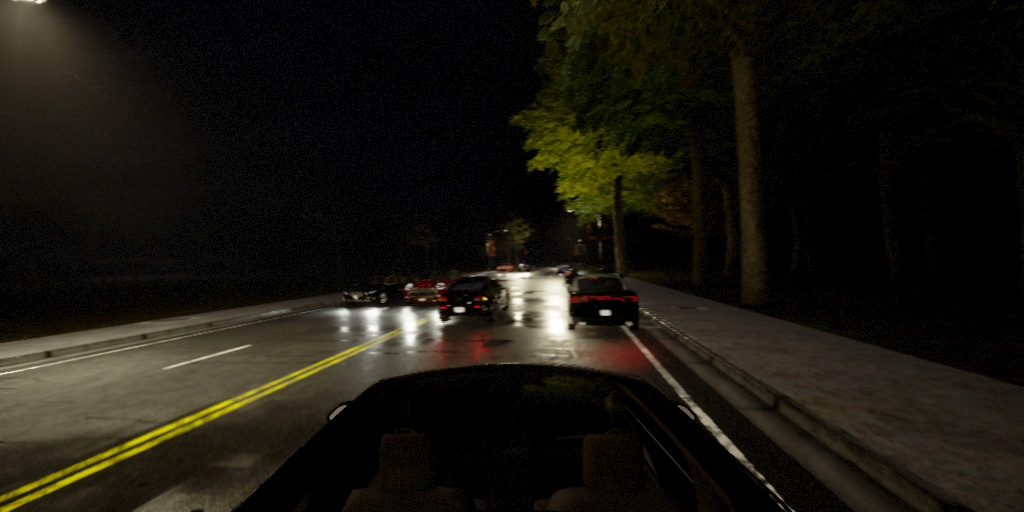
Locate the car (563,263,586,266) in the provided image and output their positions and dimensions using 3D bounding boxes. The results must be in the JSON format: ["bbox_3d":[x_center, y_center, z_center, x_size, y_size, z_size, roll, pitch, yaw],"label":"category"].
[{"bbox_3d":[4.113,1.399,21.208,1.837,1.490,4.892,-2,-1,8],"label":"car"}]

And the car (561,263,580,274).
[{"bbox_3d":[4.974,1.305,27.116,2.097,1.767,4.553,-2,-1,8],"label":"car"}]

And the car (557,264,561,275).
[{"bbox_3d":[6.817,1.745,46.228,1.994,1.385,4.181,-2,-1,9],"label":"car"}]

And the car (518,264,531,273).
[{"bbox_3d":[2.122,2.029,59.537,2.128,1.511,4.902,-2,-1,9],"label":"car"}]

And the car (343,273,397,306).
[{"bbox_3d":[-7.084,1.729,19.414,1.837,1.490,4.892,-2,-1,8],"label":"car"}]

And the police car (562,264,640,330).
[{"bbox_3d":[2.675,1.223,11.423,1.930,1.638,5.238,-2,-1,8],"label":"police car"}]

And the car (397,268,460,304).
[{"bbox_3d":[-3.882,1.467,18.900,2.097,1.767,4.553,-2,-1,8],"label":"car"}]

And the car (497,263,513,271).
[{"bbox_3d":[-1.079,2.000,60.100,2.097,1.767,4.553,-2,-1,9],"label":"car"}]

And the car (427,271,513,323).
[{"bbox_3d":[-1.260,1.473,13.071,1.812,1.442,4.674,-2,-1,8],"label":"car"}]
